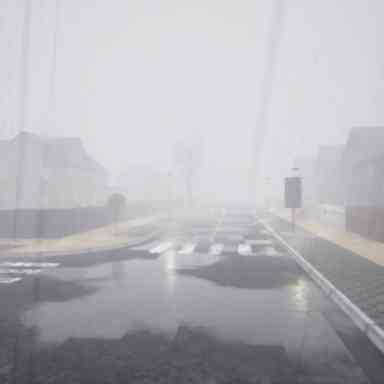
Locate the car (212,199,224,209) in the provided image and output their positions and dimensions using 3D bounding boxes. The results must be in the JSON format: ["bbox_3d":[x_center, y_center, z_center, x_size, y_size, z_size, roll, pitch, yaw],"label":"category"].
[{"bbox_3d":[4.404,1.971,55.472,1.882,1.535,5.008,0,-1,7],"label":"car"}]
